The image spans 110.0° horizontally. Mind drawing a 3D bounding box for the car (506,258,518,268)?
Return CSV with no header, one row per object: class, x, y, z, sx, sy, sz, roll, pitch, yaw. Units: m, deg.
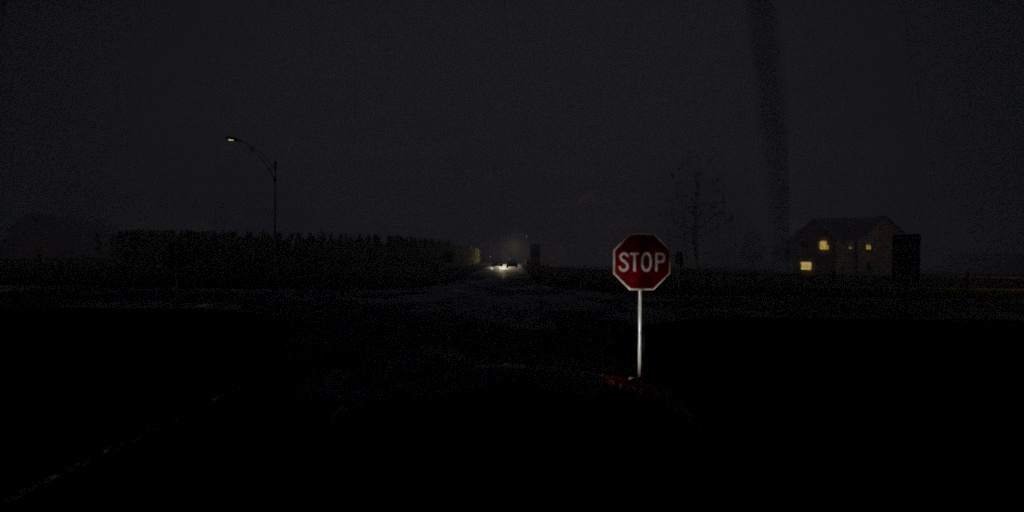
car,0.001,1.240,61.391,1.882,1.535,5.008,0,0,0
